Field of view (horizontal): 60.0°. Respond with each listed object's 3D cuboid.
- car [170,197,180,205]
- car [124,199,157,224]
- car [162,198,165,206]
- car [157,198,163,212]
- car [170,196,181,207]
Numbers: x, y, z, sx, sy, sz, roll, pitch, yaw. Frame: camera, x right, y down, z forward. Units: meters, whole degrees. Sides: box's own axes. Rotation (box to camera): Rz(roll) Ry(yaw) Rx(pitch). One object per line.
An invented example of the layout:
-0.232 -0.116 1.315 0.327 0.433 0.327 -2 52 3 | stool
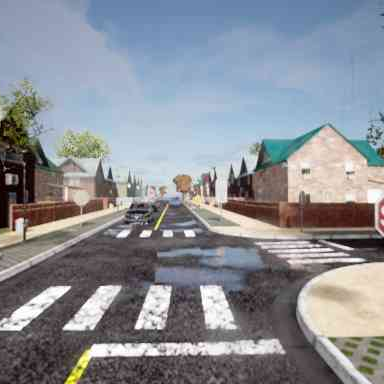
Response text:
-3.336 1.766 65.207 1.882 1.535 5.008 0 -1 -3 | car
-3.988 1.539 25.523 1.837 1.490 4.892 0 0 -3 | car
-5.779 1.803 59.381 1.994 1.385 4.181 0 -1 -3 | car
-4.741 1.699 39.123 1.895 1.301 4.718 0 0 -3 | car
-2.744 1.757 55.431 2.033 1.411 5.357 0 0 -3 | car
